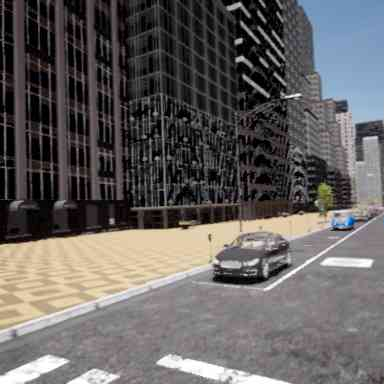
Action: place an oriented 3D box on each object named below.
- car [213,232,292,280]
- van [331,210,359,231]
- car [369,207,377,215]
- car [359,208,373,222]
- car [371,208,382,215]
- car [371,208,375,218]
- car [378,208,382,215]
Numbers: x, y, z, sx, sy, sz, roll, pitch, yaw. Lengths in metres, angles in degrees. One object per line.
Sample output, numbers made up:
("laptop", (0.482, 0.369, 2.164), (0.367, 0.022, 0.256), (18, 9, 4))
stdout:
("car", (2.305, 2.149, 11.910), (2.008, 1.369, 4.403), (-5, -4, 32))
("van", (14.132, 2.621, 31.048), (1.690, 1.788, 3.998), (-5, -4, 32))
("car", (28.935, 3.697, 54.940), (1.887, 1.381, 4.507), (-5, -4, 32))
("car", (23.017, 3.351, 45.377), (2.008, 1.369, 4.403), (-5, -4, 32))
("car", (43.731, 4.593, 78.842), (2.008, 1.369, 4.403), (-5, -4, 32))
("car", (25.886, 3.496, 50.016), (1.752, 1.417, 4.829), (-5, -4, 32))
("car", (37.812, 4.229, 69.281), (1.887, 1.381, 4.507), (-5, -4, 32))
